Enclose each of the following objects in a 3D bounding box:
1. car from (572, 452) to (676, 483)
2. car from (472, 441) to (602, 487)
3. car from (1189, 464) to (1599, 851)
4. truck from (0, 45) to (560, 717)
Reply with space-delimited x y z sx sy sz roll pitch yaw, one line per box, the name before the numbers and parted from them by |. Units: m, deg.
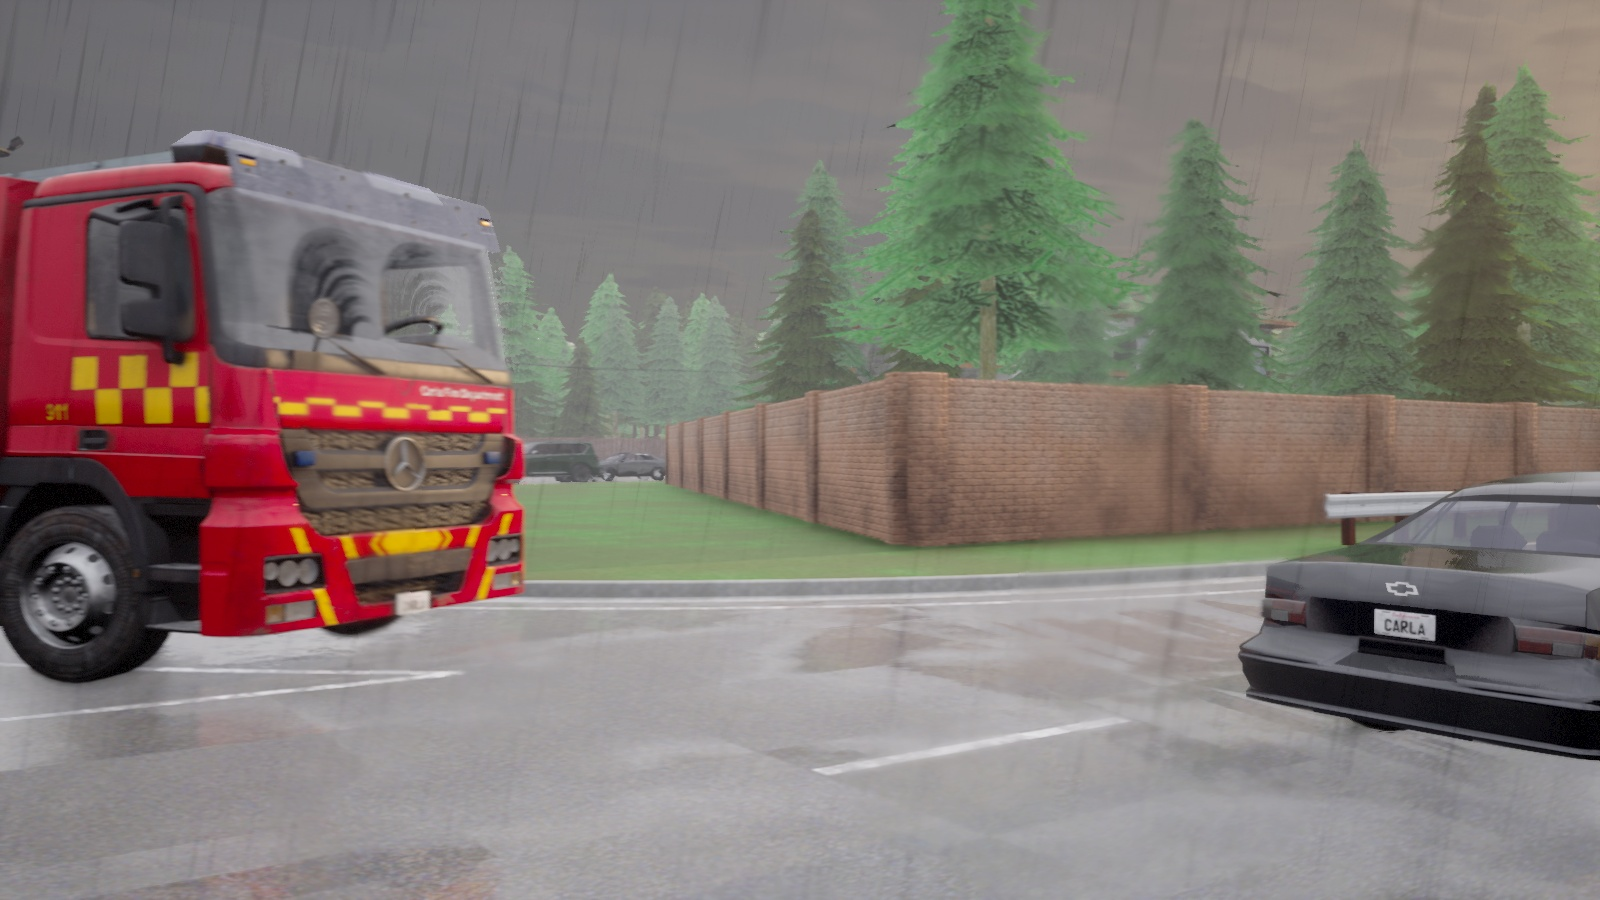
car | -9.132 0.880 65.185 4.902 1.511 2.128 0 0 -35
car | -12.267 0.633 58.719 5.566 2.045 2.150 0 0 -35
car | 4.713 0.799 6.939 5.357 1.411 2.033 0 0 -35
truck | -6.325 -0.381 10.224 8.468 3.827 2.891 0 0 25
